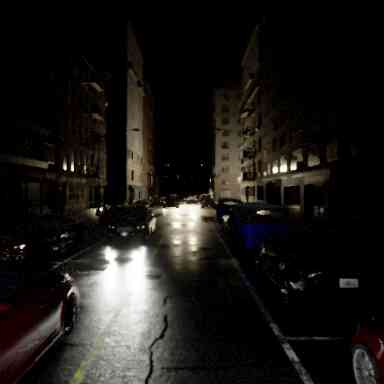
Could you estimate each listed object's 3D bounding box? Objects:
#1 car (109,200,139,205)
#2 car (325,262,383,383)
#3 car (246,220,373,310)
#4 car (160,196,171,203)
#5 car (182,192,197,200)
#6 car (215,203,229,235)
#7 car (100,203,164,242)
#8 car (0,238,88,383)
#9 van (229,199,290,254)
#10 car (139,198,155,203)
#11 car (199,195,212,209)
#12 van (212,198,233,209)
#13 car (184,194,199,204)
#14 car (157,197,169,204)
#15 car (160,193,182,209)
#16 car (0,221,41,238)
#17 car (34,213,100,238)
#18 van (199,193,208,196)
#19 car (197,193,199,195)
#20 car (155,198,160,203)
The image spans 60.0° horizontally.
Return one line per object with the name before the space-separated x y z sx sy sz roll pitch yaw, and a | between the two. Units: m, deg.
car | -5.396 1.444 24.188 1.967 1.590 4.097 0 0 0
car | 2.636 1.581 2.148 1.802 1.307 4.206 0 0 0
car | 2.634 1.565 7.659 1.947 1.339 4.313 0 0 0
car | -5.409 1.600 68.276 1.947 1.339 4.313 0 0 0
car | -0.028 1.467 79.795 2.128 1.511 4.902 0 0 43
car | 2.631 1.552 18.680 2.008 1.369 4.403 0 0 0
car | -2.812 1.492 16.336 2.128 1.511 4.902 0 0 0
car | -2.849 1.563 3.835 1.994 1.385 4.181 0 0 0
van | 2.632 1.340 13.169 1.690 1.788 3.998 0 0 0
car | -5.400 1.563 35.209 2.008 1.369 4.403 0 0 0
car | 2.212 1.545 45.094 1.812 1.442 4.674 0 0 0
van | 2.629 1.345 24.190 1.690 1.788 3.998 0 0 0
car | -0.010 1.633 64.712 1.895 1.301 4.718 0 0 0
car | -5.408 1.576 62.765 1.887 1.381 4.507 0 0 0
car | -2.849 1.371 45.825 2.097 1.767 4.553 0 0 0
car | -5.391 1.581 7.656 1.802 1.307 4.206 0 0 0
car | -5.392 1.550 13.166 2.008 1.369 4.403 0 0 0
van | 2.617 1.372 62.767 1.690 1.788 3.998 0 0 0
car | 2.616 1.349 68.279 2.192 1.841 5.009 0 0 0
car | -5.404 1.606 51.743 1.802 1.307 4.206 0 0 0
